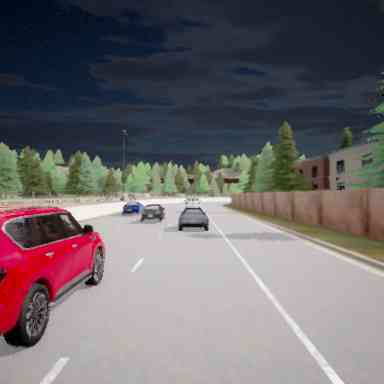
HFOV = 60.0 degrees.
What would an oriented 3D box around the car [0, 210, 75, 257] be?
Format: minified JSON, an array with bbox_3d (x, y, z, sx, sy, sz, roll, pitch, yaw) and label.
[{"bbox_3d":[-6.900,1.644,14.606,1.837,1.490,4.892,0,0,0],"label":"car"}]

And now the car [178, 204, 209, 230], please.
[{"bbox_3d":[0.100,1.780,22.928,1.994,1.385,4.181,0,0,0],"label":"car"}]

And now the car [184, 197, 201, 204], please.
[{"bbox_3d":[0.107,1.655,46.169,2.150,2.045,5.566,0,0,0],"label":"car"}]

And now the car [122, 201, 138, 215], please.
[{"bbox_3d":[-6.896,1.845,39.230,1.882,1.535,5.008,0,0,0],"label":"car"}]

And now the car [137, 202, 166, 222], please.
[{"bbox_3d":[-3.393,1.802,29.480,1.812,1.442,4.674,0,0,0],"label":"car"}]

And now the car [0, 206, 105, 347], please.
[{"bbox_3d":[-3.394,1.285,6.569,2.150,2.045,5.566,0,0,0],"label":"car"}]
